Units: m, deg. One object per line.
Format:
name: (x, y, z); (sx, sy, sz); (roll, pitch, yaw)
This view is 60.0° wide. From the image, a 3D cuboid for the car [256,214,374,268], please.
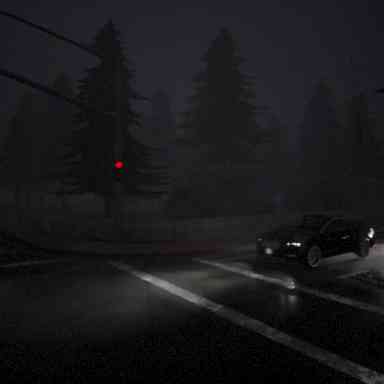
car: (4.325, 1.519, 11.408); (4.902, 1.511, 2.128); (0, 0, -35)
